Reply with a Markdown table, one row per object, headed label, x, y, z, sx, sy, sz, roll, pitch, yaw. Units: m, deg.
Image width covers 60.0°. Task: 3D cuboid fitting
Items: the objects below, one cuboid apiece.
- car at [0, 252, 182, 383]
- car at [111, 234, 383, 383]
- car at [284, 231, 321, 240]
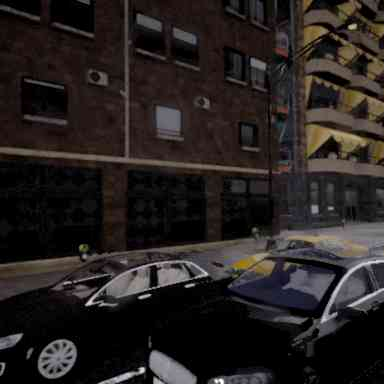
| label | x | y | z | sx | sy | sz | roll | pitch | yaw |
| --- | --- | --- | --- | --- | --- | --- | --- | --- | --- |
| car | -1.159 | 1.784 | 5.690 | 4.403 | 1.369 | 2.008 | 0 | -2 | -38 |
| car | 1.663 | 1.624 | 4.630 | 4.902 | 1.511 | 2.128 | 0 | -2 | -38 |
| car | 3.088 | 1.770 | 9.022 | 4.829 | 1.417 | 1.752 | 0 | -2 | -38 |
